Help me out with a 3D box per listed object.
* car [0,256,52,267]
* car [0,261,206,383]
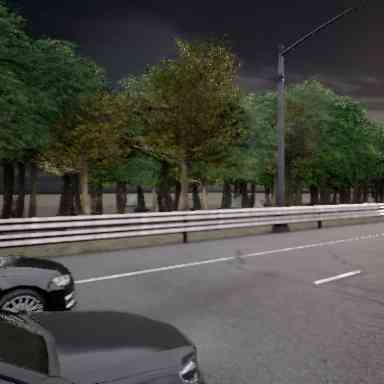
[{"bbox_3d":[-4.328,1.492,4.961,4.902,1.511,2.128,0,0,-35],"label":"car"},{"bbox_3d":[-2.045,1.526,2.288,4.674,1.442,1.812,0,0,-36],"label":"car"}]
